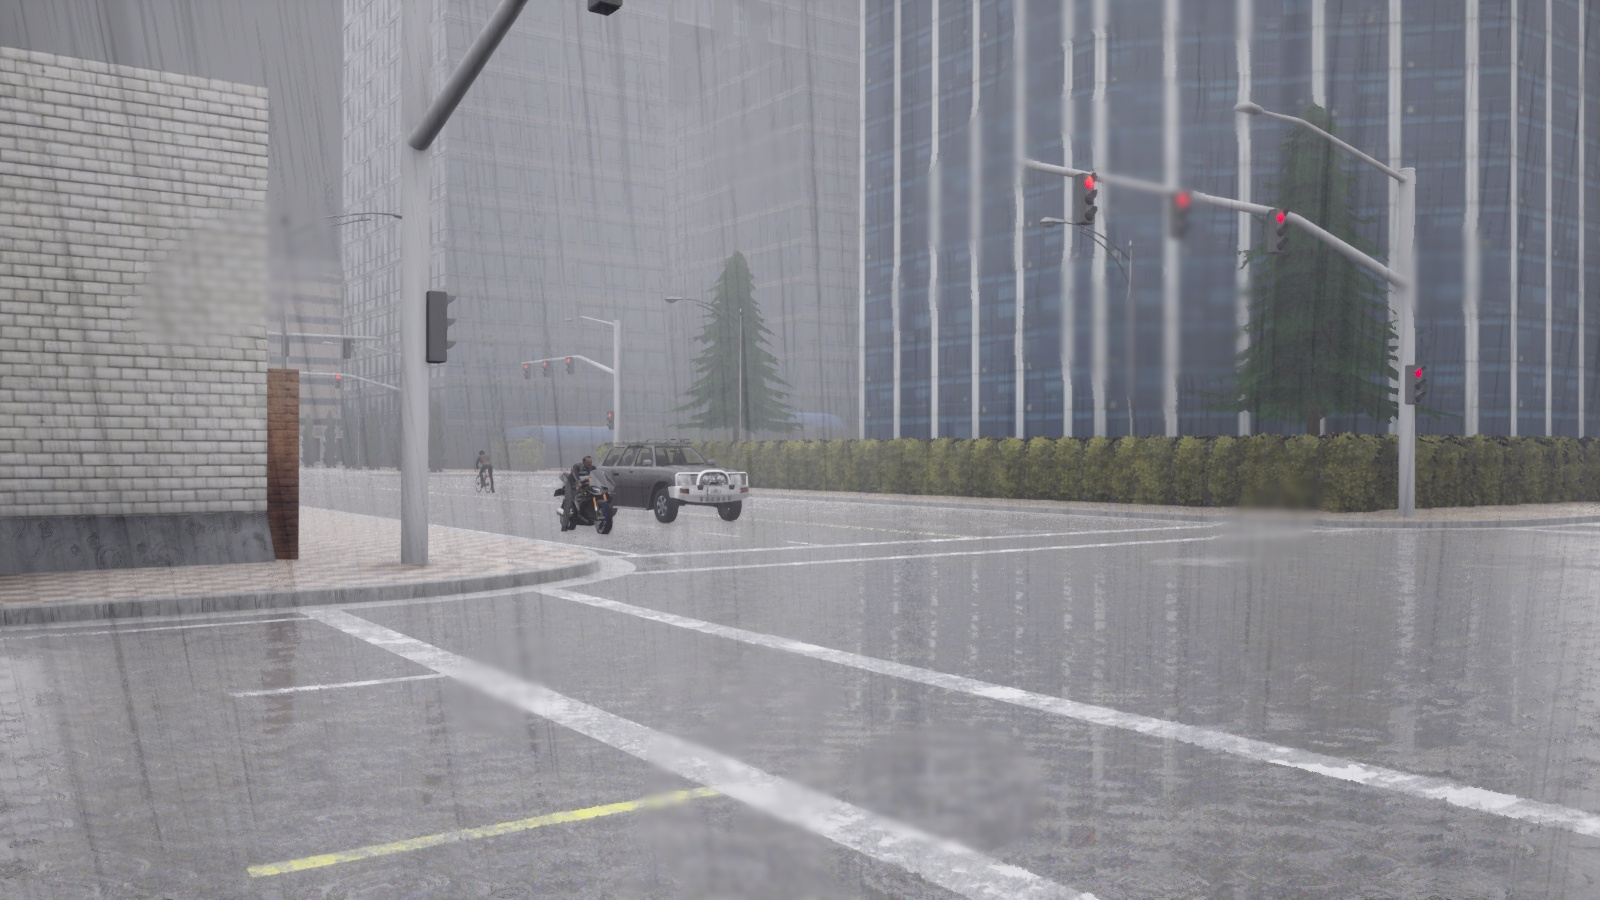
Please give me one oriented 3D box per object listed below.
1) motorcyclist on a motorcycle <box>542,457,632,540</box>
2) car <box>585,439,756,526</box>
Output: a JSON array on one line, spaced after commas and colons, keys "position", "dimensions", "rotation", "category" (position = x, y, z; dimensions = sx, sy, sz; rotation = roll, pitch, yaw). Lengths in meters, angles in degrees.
[{"position": [-4.181, 0.904, 24.516], "dimensions": [0.866, 1.530, 2.191], "rotation": [0, 0, -35], "category": "motorcyclist on a motorcycle"}, {"position": [-3.097, 0.695, 29.092], "dimensions": [1.932, 1.855, 4.605], "rotation": [0, 0, -35], "category": "car"}]
